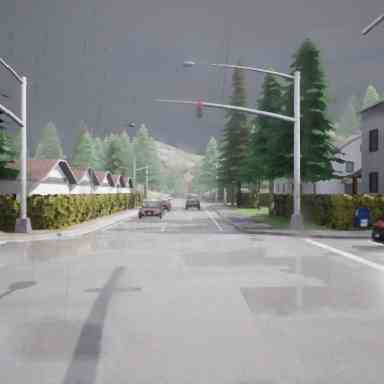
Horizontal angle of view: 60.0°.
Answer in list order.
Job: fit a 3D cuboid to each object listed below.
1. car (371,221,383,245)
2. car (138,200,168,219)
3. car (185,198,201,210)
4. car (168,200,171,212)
[{"bbox_3d":[9.105,1.290,11.877,5.008,1.535,1.882,0,0,0],"label":"car"},{"bbox_3d":[-3.493,1.572,29.348,1.994,1.385,4.181,0,0,0],"label":"car"},{"bbox_3d":[0.110,1.517,43.314,1.837,1.490,4.892,0,0,0],"label":"car"},{"bbox_3d":[-3.491,1.612,39.343,1.895,1.301,4.718,0,0,0],"label":"car"}]
